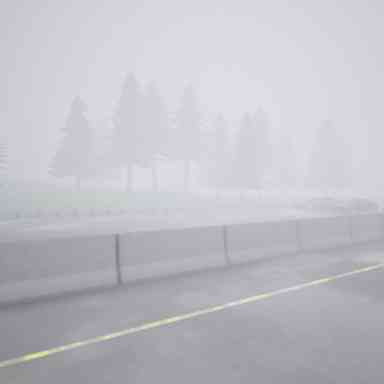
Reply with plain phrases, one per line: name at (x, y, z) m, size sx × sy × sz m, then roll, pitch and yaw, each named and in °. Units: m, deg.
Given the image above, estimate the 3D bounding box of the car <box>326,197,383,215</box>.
car at (15.047, 1.294, 30.749) m, size 5.008 × 1.535 × 1.882 m, roll 0°, pitch 0°, yaw -30°

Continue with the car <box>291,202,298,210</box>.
car at (13.847, 1.325, 38.153) m, size 5.357 × 1.411 × 2.033 m, roll 0°, pitch 0°, yaw -30°

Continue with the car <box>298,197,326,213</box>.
car at (13.658, 1.292, 33.993) m, size 4.902 × 1.511 × 2.128 m, roll 0°, pitch 0°, yaw -30°
